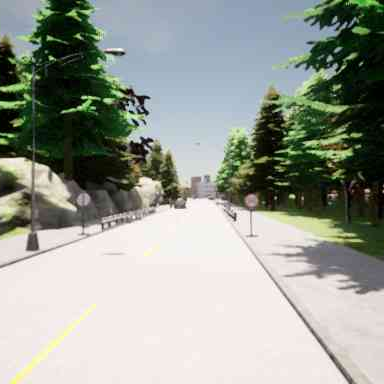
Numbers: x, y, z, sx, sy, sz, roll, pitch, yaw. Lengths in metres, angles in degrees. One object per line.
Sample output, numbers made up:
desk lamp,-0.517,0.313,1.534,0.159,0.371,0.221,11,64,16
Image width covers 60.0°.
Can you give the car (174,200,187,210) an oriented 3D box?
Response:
car,-1.818,2.017,52.785,1.837,1.490,4.892,0,0,3
